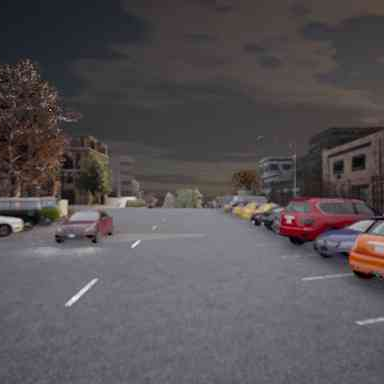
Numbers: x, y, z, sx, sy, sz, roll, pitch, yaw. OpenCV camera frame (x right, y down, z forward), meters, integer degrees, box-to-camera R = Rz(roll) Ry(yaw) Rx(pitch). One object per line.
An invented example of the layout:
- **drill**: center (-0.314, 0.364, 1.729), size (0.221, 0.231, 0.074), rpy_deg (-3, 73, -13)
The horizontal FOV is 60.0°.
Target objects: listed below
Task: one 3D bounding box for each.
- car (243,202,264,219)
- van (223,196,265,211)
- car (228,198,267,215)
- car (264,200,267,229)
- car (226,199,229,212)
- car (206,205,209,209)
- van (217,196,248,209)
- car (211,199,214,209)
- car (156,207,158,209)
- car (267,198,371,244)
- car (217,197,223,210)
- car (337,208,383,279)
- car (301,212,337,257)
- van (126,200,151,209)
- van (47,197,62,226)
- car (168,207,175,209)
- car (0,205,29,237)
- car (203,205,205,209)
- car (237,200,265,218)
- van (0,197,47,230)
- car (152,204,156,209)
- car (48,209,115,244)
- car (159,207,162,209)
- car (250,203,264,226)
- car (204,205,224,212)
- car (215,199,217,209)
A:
- **car**: center (6.379, 1.642, 23.160), size (4.792, 1.488, 2.163), rpy_deg (1, 0, -20)
- **van**: center (6.296, 1.496, 37.787), size (4.442, 1.987, 1.878), rpy_deg (1, 0, -20)
- **car**: center (6.585, 1.678, 32.026), size (5.366, 1.575, 1.946), rpy_deg (1, -1, -20)
- **car**: center (6.447, 1.447, 17.303), size (4.553, 1.767, 2.185), rpy_deg (1, 0, -20)
- **car**: center (6.434, 1.731, 34.909), size (4.792, 1.488, 2.163), rpy_deg (1, -1, -20)
- **car**: center (6.156, 3.088, 72.939), size (4.674, 1.452, 2.002), rpy_deg (2, -4, -21)
- **van**: center (6.451, 1.721, 52.538), size (4.442, 1.987, 1.878), rpy_deg (2, -3, -20)
- **car**: center (6.328, 2.043, 55.412), size (4.892, 1.521, 2.231), rpy_deg (2, -2, -20)
- **car**: center (-11.787, 3.845, 84.066), size (4.553, 1.767, 2.185), rpy_deg (1, -5, -21)
- **car**: center (6.442, 1.305, 14.381), size (5.566, 2.045, 2.435), rpy_deg (1, -1, -20)
- **car**: center (6.222, 1.740, 40.701), size (5.366, 1.575, 1.946), rpy_deg (1, 0, -20)
- **car**: center (6.386, 1.397, 8.493), size (4.553, 1.767, 2.185), rpy_deg (1, -1, -20)
- **car**: center (6.415, 1.579, 11.430), size (4.674, 1.452, 2.002), rpy_deg (1, 0, -20)
- **van**: center (-11.509, 2.576, 69.190), size (4.442, 1.987, 1.878), rpy_deg (1, -4, -21)
- **van**: center (-11.296, 1.388, 23.330), size (4.442, 1.987, 1.878), rpy_deg (-1, -1, -20)
- **car**: center (-5.550, 4.709, 92.048), size (1.994, 1.385, 4.181), rpy_deg (0, -5, -1)
- **car**: center (-11.406, 1.614, 17.399), size (4.674, 1.452, 2.002), rpy_deg (-1, -1, -20)
- **car**: center (5.914, 4.100, 87.574), size (4.553, 1.767, 2.185), rpy_deg (3, -5, -21)
- **car**: center (6.585, 1.634, 26.165), size (5.366, 1.575, 1.946), rpy_deg (1, -1, -20)
- **van**: center (-11.512, 1.370, 20.297), size (4.442, 1.987, 1.878), rpy_deg (-1, 0, -20)
- **car**: center (-11.673, 2.998, 75.137), size (5.566, 2.045, 2.435), rpy_deg (1, -5, -21)
- **car**: center (-5.091, 1.608, 16.418), size (1.812, 1.442, 4.674), rpy_deg (0, 0, 0)
- **car**: center (-11.741, 4.483, 90.083), size (5.366, 1.575, 1.946), rpy_deg (1, -6, -21)
- **car**: center (6.404, 1.594, 20.234), size (4.892, 1.521, 2.231), rpy_deg (1, -1, -20)
- **car**: center (5.890, 4.481, 90.490), size (4.892, 1.521, 2.231), rpy_deg (3, -6, -21)
- **car**: center (6.363, 1.518, 43.694), size (5.566, 2.045, 2.435), rpy_deg (1, -1, -20)
